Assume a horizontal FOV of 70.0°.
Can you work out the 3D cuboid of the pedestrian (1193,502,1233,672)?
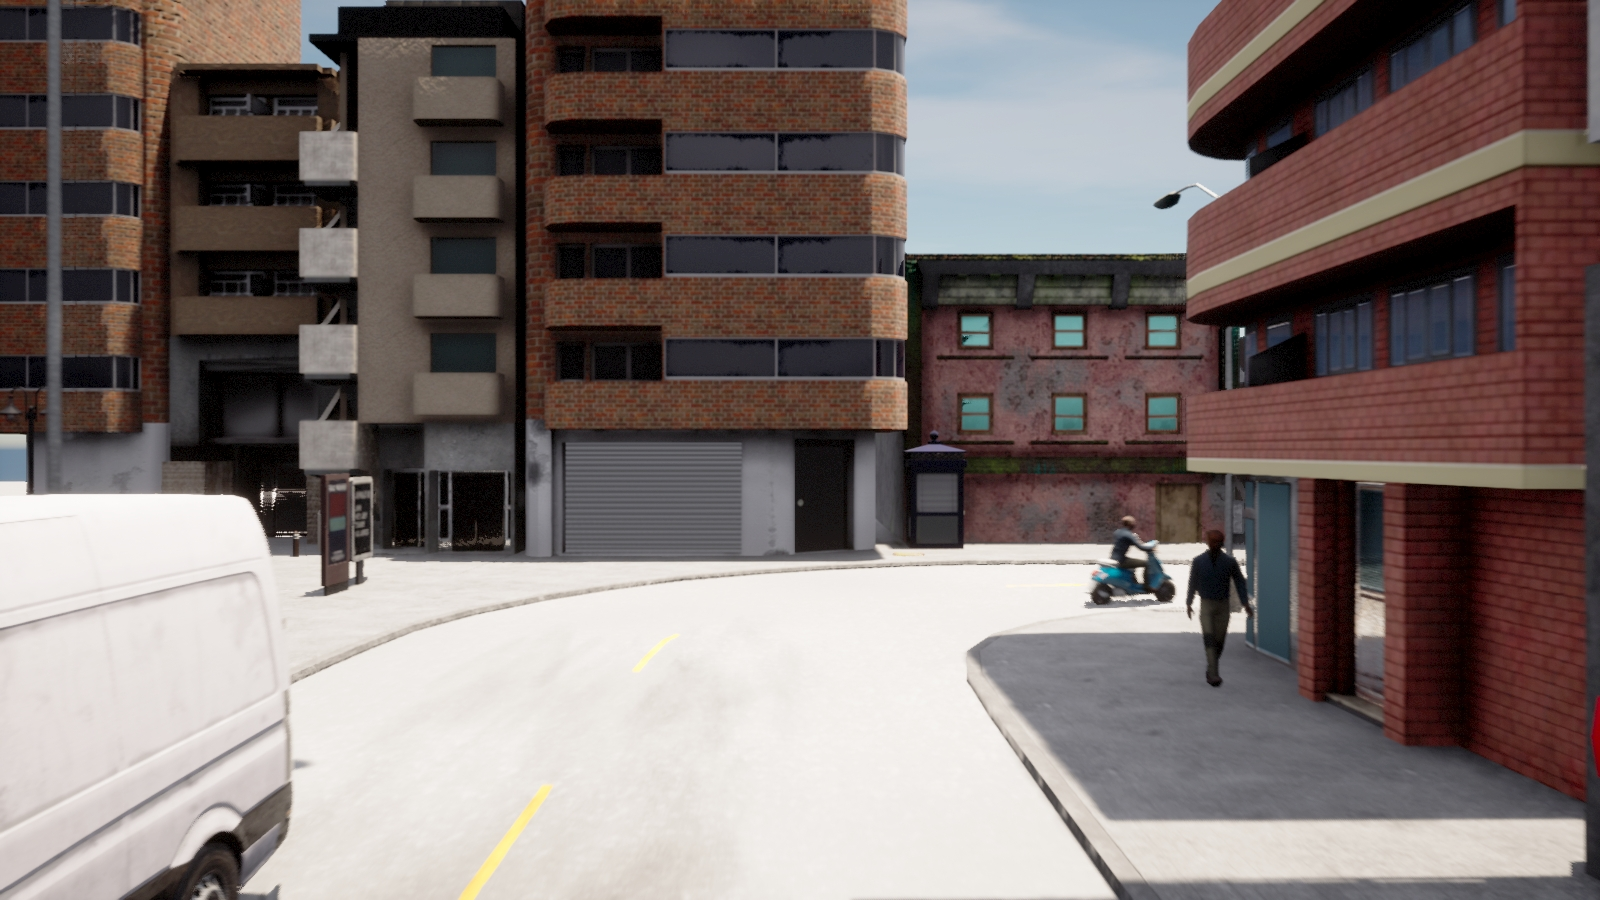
[{"bbox_3d":[4.638,1.524,12.844,0.375,1.860,0.375,0,0,13],"label":"pedestrian"}]

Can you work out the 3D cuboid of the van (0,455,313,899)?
[{"bbox_3d":[-4.065,1.314,4.297,1.988,2.561,5.915,0,0,-1],"label":"van"}]
